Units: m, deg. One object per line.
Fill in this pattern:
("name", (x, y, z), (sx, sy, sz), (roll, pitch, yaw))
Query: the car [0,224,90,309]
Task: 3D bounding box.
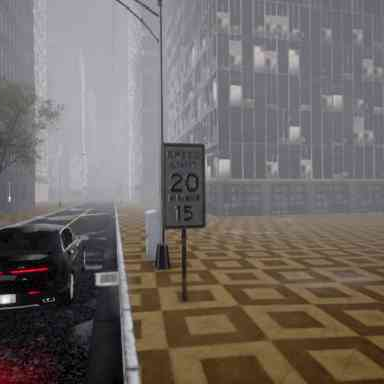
("car", (-3.608, 1.509, 7.811), (1.837, 1.490, 4.892), (-1, 0, -13))
